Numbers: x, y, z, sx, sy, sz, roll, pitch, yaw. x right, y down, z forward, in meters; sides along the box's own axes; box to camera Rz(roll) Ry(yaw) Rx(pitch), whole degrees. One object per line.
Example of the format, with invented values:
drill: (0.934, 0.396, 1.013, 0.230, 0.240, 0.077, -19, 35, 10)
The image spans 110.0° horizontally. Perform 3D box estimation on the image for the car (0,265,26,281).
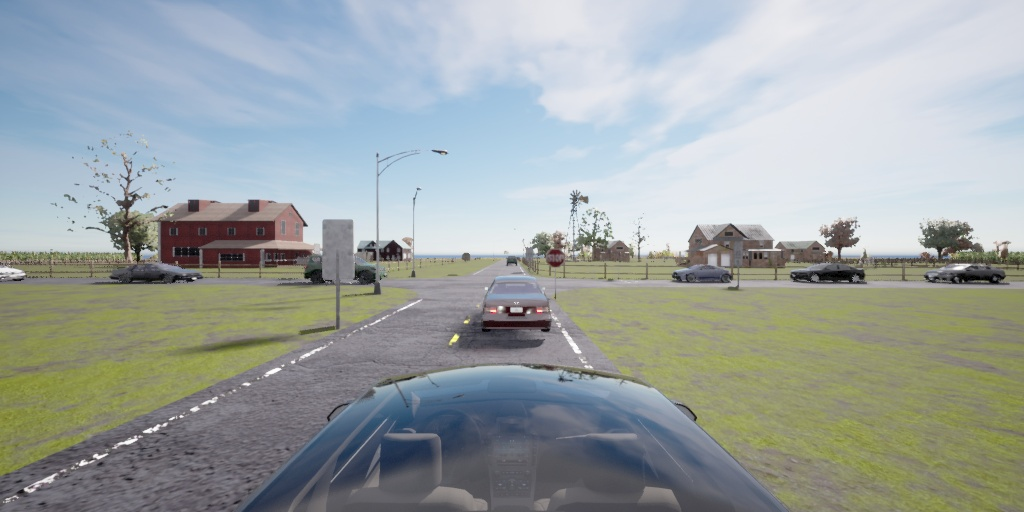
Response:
car: (-38.183, 1.168, 25.821, 4.674, 1.442, 1.812, 0, 0, 0)

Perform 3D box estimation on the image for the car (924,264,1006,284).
car: (35.467, 1.372, 28.172, 4.902, 1.511, 2.128, 0, 0, 1)

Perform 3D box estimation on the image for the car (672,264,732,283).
car: (14.941, 1.359, 28.339, 4.181, 1.385, 1.994, 0, 0, 1)

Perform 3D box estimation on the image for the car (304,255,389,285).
car: (-11.784, 0.935, 25.598, 5.566, 2.045, 2.150, 0, 0, 0)

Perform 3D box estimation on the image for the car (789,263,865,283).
car: (24.764, 1.311, 28.268, 5.008, 1.535, 1.882, 0, 0, 1)

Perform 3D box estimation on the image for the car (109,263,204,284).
car: (-25.415, 1.222, 25.705, 5.357, 1.411, 2.033, 0, 0, 0)

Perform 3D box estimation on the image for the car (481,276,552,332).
car: (0.100, 1.296, 10.823, 2.033, 1.411, 5.357, 0, 0, 0)
